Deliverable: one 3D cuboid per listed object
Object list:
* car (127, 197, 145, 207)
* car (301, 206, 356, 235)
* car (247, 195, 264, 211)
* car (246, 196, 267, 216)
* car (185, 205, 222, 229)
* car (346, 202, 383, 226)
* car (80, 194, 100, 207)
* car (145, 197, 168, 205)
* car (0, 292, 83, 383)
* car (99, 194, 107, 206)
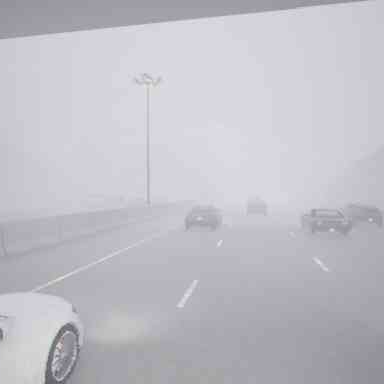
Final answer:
[{"bbox_3d":[-8.348,1.560,50.428,1.837,1.490,4.892,0,0,10],"label":"car"},{"bbox_3d":[7.420,1.601,18.873,1.895,1.301,4.718,0,0,10],"label":"car"},{"bbox_3d":[8.127,1.351,42.593,2.097,1.767,4.553,0,0,10],"label":"car"},{"bbox_3d":[6.291,1.477,32.380,1.882,1.535,5.008,0,0,10],"label":"car"},{"bbox_3d":[0.823,1.563,21.735,1.994,1.385,4.181,0,0,10],"label":"car"},{"bbox_3d":[11.821,1.505,23.579,1.837,1.490,4.892,0,0,10],"label":"car"},{"bbox_3d":[-15.243,1.316,51.636,2.150,2.045,5.566,0,0,10],"label":"car"},{"bbox_3d":[-4.955,1.480,49.536,1.882,1.535,5.008,0,0,10],"label":"car"},{"bbox_3d":[-2.631,1.526,2.516,1.812,1.442,4.674,0,0,10],"label":"car"},{"bbox_3d":[-11.793,1.178,51.047,2.128,1.511,4.902,0,0,10],"label":"car"}]
